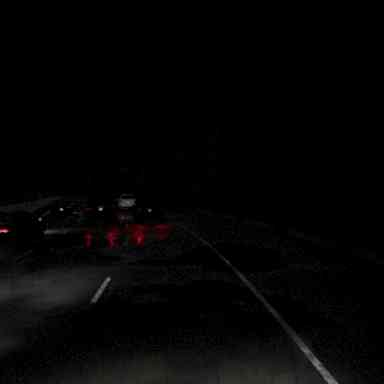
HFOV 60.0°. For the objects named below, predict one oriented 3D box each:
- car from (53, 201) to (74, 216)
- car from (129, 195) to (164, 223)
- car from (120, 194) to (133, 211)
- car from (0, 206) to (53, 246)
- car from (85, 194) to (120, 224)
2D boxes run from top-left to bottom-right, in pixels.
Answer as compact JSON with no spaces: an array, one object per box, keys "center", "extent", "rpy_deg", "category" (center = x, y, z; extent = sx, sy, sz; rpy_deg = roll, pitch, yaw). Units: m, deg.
[{"center":[-12.942,1.621,33.270],"extent":[1.994,1.385,4.181],"rpy_deg":[0,0,-18],"category":"car"},{"center":[-3.553,1.379,26.189],"extent":[2.097,1.767,4.553],"rpy_deg":[0,0,-13],"category":"car"},{"center":[-8.352,1.271,41.618],"extent":[2.150,2.045,5.566],"rpy_deg":[0,0,-19],"category":"car"},{"center":[-8.319,1.580,15.353],"extent":[2.033,1.411,5.357],"rpy_deg":[0,0,-9],"category":"car"},{"center":[-6.813,1.256,25.134],"extent":[2.150,2.045,5.566],"rpy_deg":[0,0,-14],"category":"car"}]
